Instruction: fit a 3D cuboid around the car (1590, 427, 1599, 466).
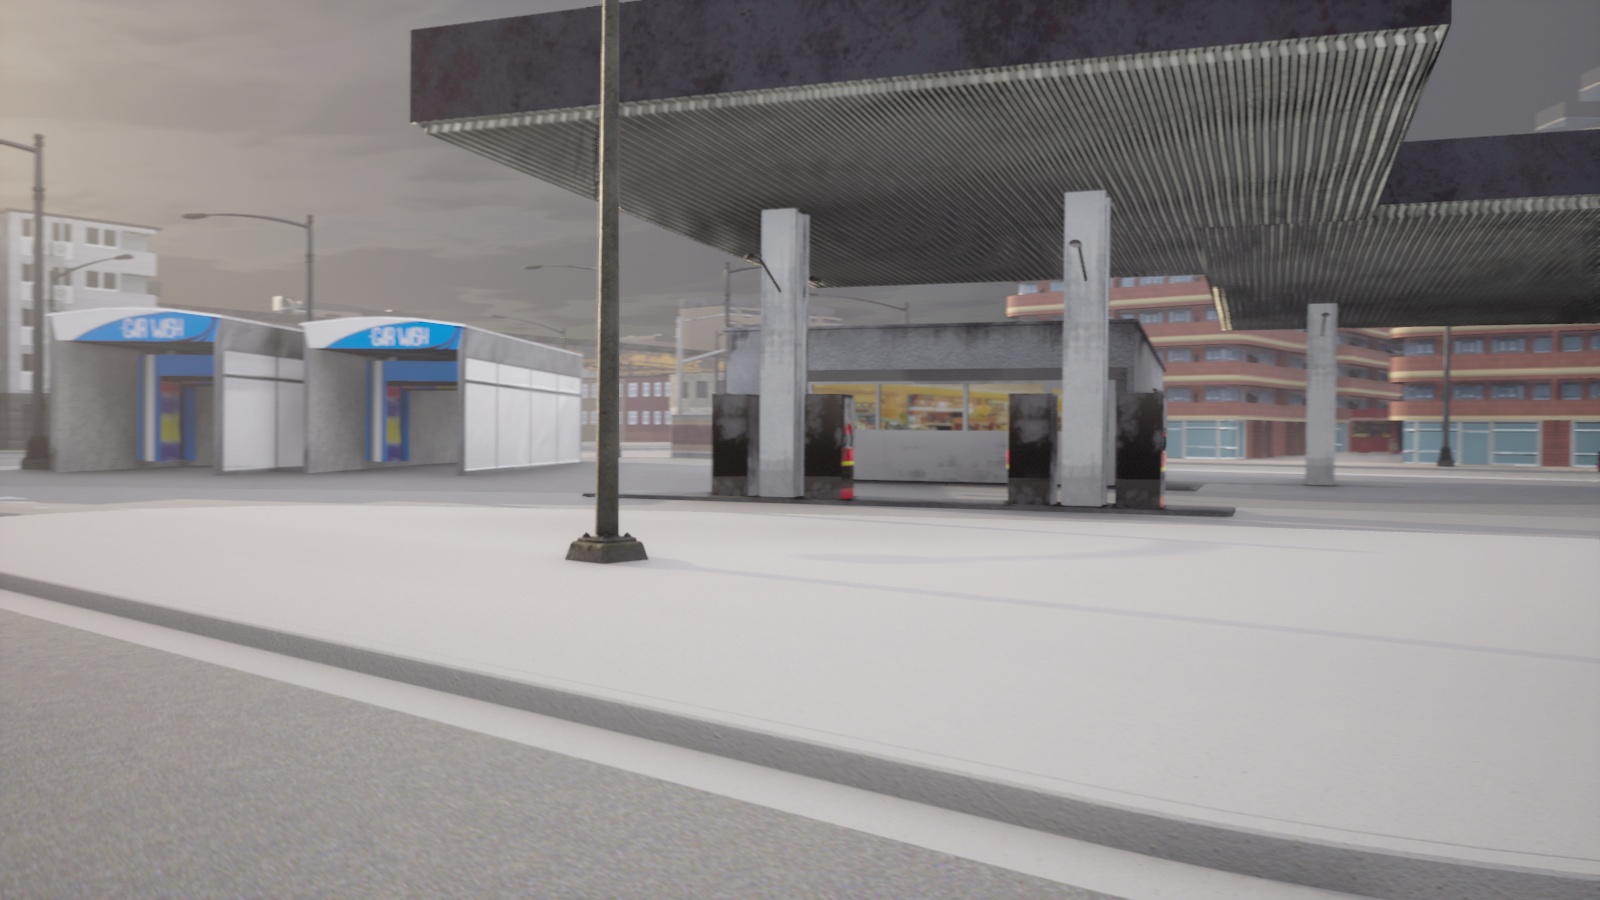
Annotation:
[{"bbox_3d":[33.416,-0.147,48.435,4.792,1.488,2.163,0,1,38],"label":"car"}]
